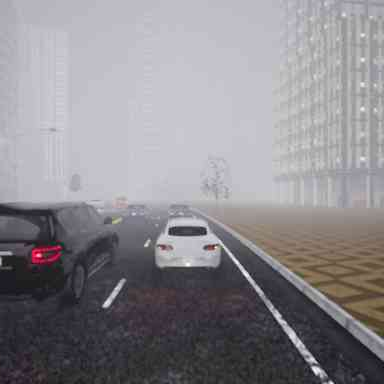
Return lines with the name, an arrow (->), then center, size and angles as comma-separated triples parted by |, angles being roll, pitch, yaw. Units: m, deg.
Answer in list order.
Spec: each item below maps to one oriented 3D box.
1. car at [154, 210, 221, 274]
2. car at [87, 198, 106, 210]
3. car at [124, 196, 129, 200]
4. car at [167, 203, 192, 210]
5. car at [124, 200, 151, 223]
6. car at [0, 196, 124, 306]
car -> -0.154, 1.534, 10.525 | 1.812, 1.442, 4.674 | 0, 0, -1
car -> -12.836, 1.567, 44.912 | 1.812, 1.442, 4.674 | 0, 0, -7
car -> -9.664, 1.391, 45.683 | 2.097, 1.767, 4.553 | 0, 0, -7
car -> -0.950, 1.569, 25.697 | 2.033, 1.411, 5.357 | 0, 0, -4
car -> -4.191, 1.571, 25.506 | 2.033, 1.411, 5.357 | 0, 0, -4
car -> -3.347, 1.233, 8.187 | 2.150, 2.045, 5.566 | 0, 0, -1
